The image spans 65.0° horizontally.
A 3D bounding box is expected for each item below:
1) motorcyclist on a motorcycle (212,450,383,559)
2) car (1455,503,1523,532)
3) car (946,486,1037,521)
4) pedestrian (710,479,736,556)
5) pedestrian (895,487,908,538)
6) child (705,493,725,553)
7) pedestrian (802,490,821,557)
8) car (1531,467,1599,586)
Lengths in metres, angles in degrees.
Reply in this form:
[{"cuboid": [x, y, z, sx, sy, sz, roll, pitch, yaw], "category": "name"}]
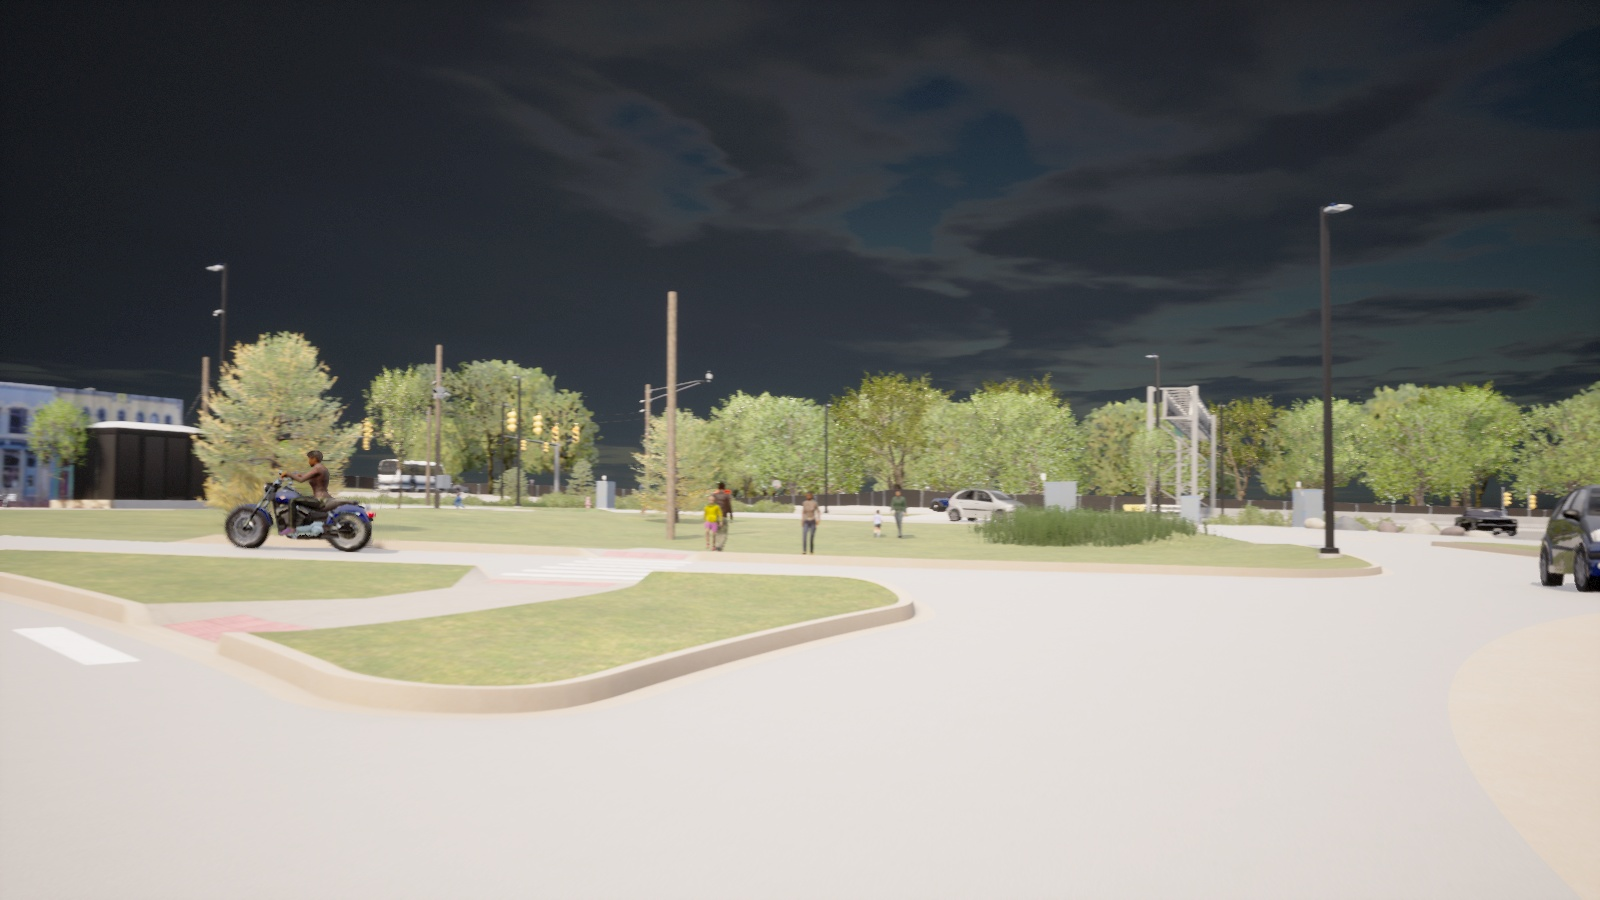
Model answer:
[{"cuboid": [-7.967, 0.869, 19.978, 2.350, 1.649, 0.766, 1, -2, 1], "category": "motorcyclist on a motorcycle"}, {"cuboid": [33.546, 3.261, 61.247, 1.895, 1.301, 4.718, 1, -2, 16], "category": "car"}, {"cuboid": [9.223, 2.573, 60.539, 3.988, 1.617, 1.851, -1, -2, 43], "category": "car"}, {"cuboid": [-1.867, 1.635, 30.478, 0.431, 1.840, 0.703, -1, -3, 14], "category": "pedestrian"}, {"cuboid": [3.690, 2.255, 45.460, 0.353, 1.847, 0.614, -1, -3, 15], "category": "pedestrian"}, {"cuboid": [-1.682, 1.441, 24.795, 0.299, 1.160, 0.473, -1, -3, 8], "category": "child"}, {"cuboid": [0.307, 1.985, 34.150, 0.328, 1.805, 0.869, -1, -3, 14], "category": "pedestrian"}, {"cuboid": [12.322, 1.156, 18.683, 1.851, 1.617, 3.988, -1, -4, 21], "category": "car"}]
